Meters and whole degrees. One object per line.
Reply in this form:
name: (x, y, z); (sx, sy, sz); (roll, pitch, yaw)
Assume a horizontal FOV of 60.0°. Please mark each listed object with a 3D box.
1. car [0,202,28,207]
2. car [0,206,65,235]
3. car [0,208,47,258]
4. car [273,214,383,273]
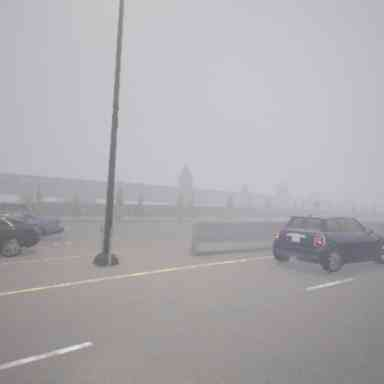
car: (-10.821, 1.357, 17.770); (4.553, 1.767, 2.097); (0, 0, -36)
car: (-8.669, 1.553, 15.007); (5.357, 1.411, 2.033); (0, 0, -36)
car: (-7.831, 1.500, 11.305); (4.892, 1.490, 1.837); (0, 0, -36)
car: (4.960, 1.577, 11.590); (4.553, 1.767, 2.097); (3, -2, -35)
